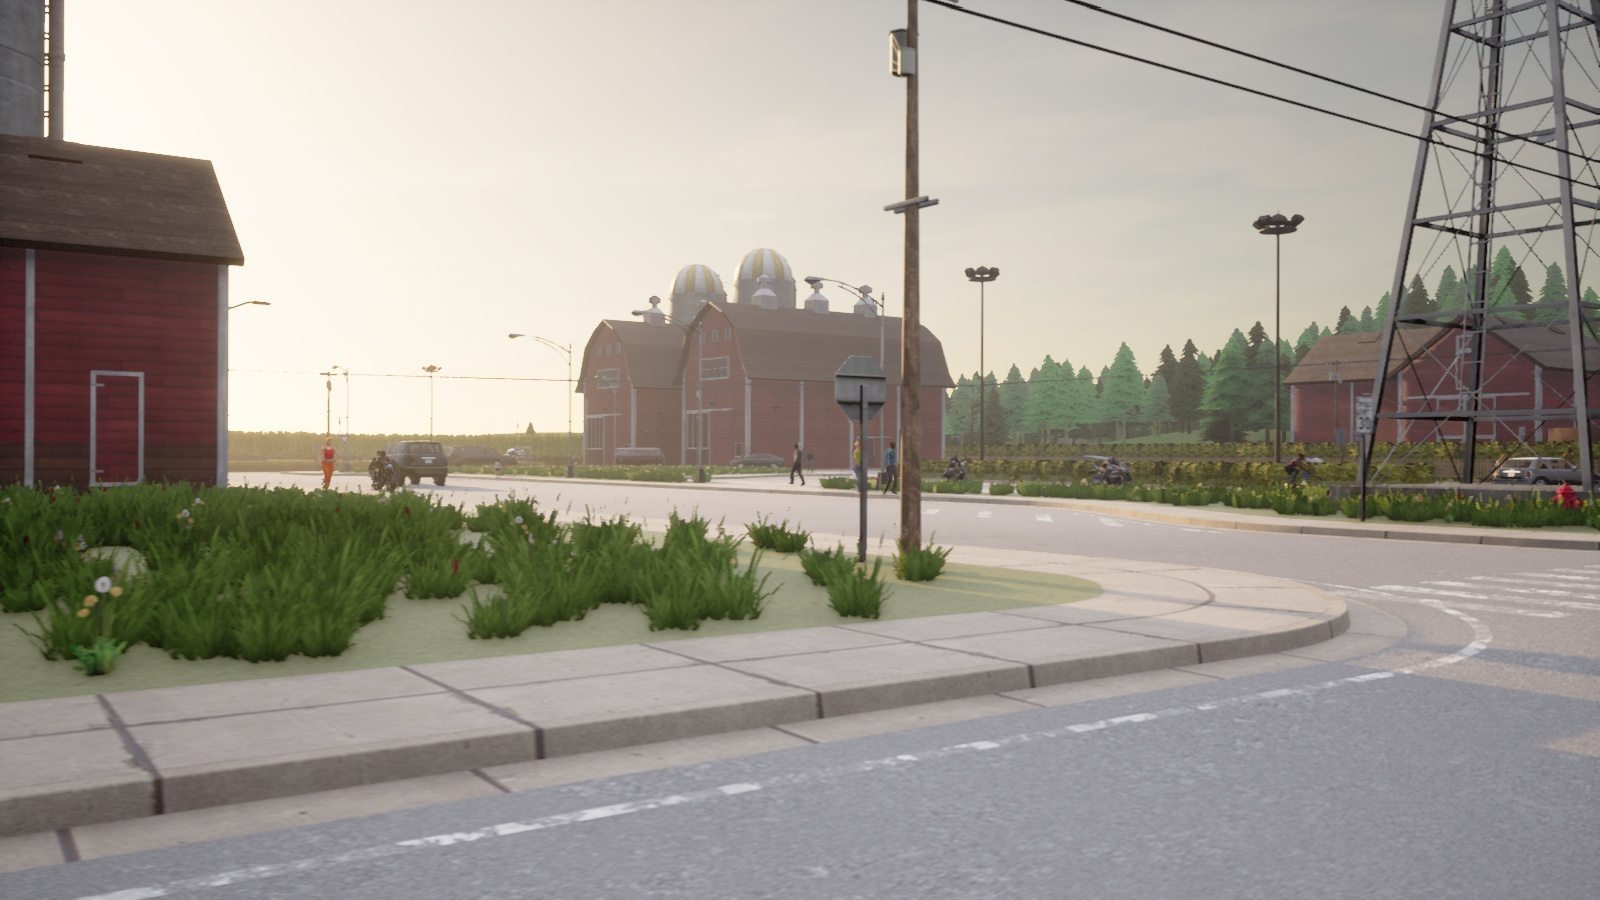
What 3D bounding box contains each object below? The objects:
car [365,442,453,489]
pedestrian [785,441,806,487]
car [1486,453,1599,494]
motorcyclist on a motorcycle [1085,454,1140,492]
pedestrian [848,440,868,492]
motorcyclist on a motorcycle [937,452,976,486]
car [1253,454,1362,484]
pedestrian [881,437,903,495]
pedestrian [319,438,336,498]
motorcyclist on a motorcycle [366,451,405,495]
[{"bbox_3d":[-17.857,0.672,57.195,2.150,2.045,5.566,0,0,-36],"label":"car"},{"bbox_3d":[-0.196,0.592,53.433,0.788,1.949,0.423,0,0,34],"label":"pedestrian"},{"bbox_3d":[27.820,0.851,46.742,3.806,1.475,1.970,0,0,-19],"label":"car"},{"bbox_3d":[13.072,0.951,52.578,0.866,1.530,2.191,0,0,-35],"label":"motorcyclist on a motorcycle"},{"bbox_3d":[2.072,0.552,44.683,0.354,1.836,0.706,0,0,-36],"label":"pedestrian"},{"bbox_3d":[7.515,0.900,60.399,0.866,1.590,1.817,0,0,-35],"label":"motorcyclist on a motorcycle"},{"bbox_3d":[25.935,0.947,64.295,2.163,1.488,4.792,0,0,-35],"label":"car"},{"bbox_3d":[3.073,0.542,42.099,0.396,1.930,0.692,0,0,-34],"label":"pedestrian"},{"bbox_3d":[-14.525,0.543,38.634,0.345,1.836,0.594,0,0,-36],"label":"pedestrian"},{"bbox_3d":[-16.132,0.874,48.833,0.766,1.649,2.350,0,0,-36],"label":"motorcyclist on a motorcycle"}]
